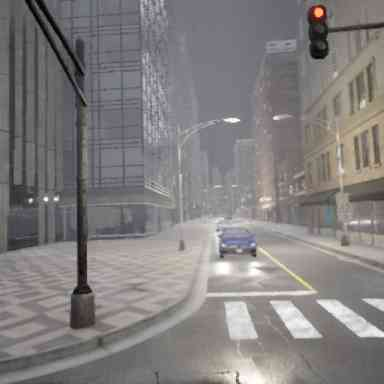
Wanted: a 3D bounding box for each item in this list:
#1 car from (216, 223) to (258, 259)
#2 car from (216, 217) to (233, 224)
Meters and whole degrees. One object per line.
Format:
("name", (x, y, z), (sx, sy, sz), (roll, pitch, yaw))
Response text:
("car", (2.380, 2.652, 18.001), (1.812, 1.442, 4.674), (-2, -4, 4))
("car", (3.847, 4.015, 39.432), (1.812, 1.442, 4.674), (-2, -4, 4))
